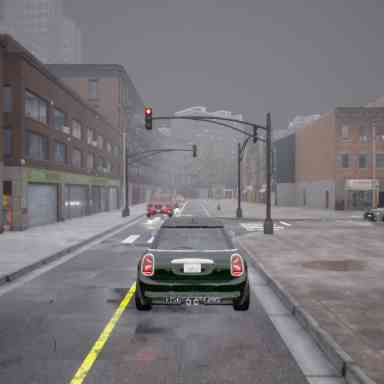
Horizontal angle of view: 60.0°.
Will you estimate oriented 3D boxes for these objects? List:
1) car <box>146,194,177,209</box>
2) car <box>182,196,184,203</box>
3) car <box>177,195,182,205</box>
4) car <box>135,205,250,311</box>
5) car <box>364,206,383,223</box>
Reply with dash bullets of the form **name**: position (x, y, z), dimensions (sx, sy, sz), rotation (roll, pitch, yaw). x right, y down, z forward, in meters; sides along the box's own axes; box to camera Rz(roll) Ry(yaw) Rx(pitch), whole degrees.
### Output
- **car**: position (-2.792, 1.226, 30.272), dimensions (2.150, 2.045, 5.566), rotation (0, 0, 0)
- **car**: position (-2.634, 1.398, 67.879), dimensions (2.097, 1.767, 4.553), rotation (0, 0, 1)
- **car**: position (-2.757, 1.522, 46.162), dimensions (1.837, 1.490, 4.892), rotation (0, 0, 0)
- **car**: position (0.023, 1.352, 7.933), dimensions (2.097, 1.767, 4.553), rotation (0, 0, 0)
- **car**: position (14.409, 1.476, 23.257), dimensions (4.181, 1.385, 1.994), rotation (0, 0, 0)
